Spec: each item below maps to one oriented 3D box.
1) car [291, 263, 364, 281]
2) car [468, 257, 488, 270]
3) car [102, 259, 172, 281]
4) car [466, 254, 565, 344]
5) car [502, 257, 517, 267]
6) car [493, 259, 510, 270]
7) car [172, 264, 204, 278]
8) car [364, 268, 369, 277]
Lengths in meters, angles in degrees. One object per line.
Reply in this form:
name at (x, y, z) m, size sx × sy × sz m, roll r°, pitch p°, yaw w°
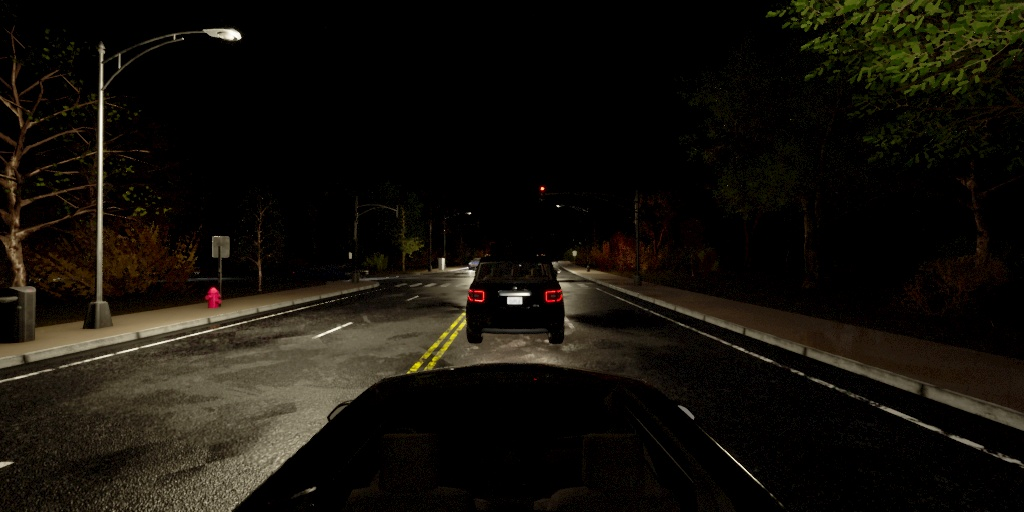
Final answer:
car at (-15.835, 1.390, 30.412) m, size 5.357 × 1.411 × 2.033 m, roll -1°, pitch -1°, yaw 10°
car at (-4.777, 1.057, 50.936) m, size 2.097 × 1.767 × 4.553 m, roll 0°, pitch 0°, yaw 4°
car at (-35.814, 1.276, 33.842) m, size 5.566 × 2.045 × 2.150 m, roll -1°, pitch -1°, yaw 10°
car at (0.109, 0.972, 9.741) m, size 2.150 × 2.045 × 5.566 m, roll 0°, pitch 0°, yaw 1°
car at (-0.420, 1.022, 64.296) m, size 2.097 × 1.767 × 4.553 m, roll 0°, pitch 0°, yaw 6°
car at (-1.461, 1.190, 52.004) m, size 2.128 × 1.511 × 4.902 m, roll 0°, pitch 0°, yaw 2°
car at (-34.347, 1.565, 36.887) m, size 4.902 × 1.511 × 2.128 m, roll -1°, pitch -1°, yaw 10°
car at (-15.982, 1.372, 33.891) m, size 4.902 × 1.511 × 2.128 m, roll -1°, pitch -1°, yaw 7°
